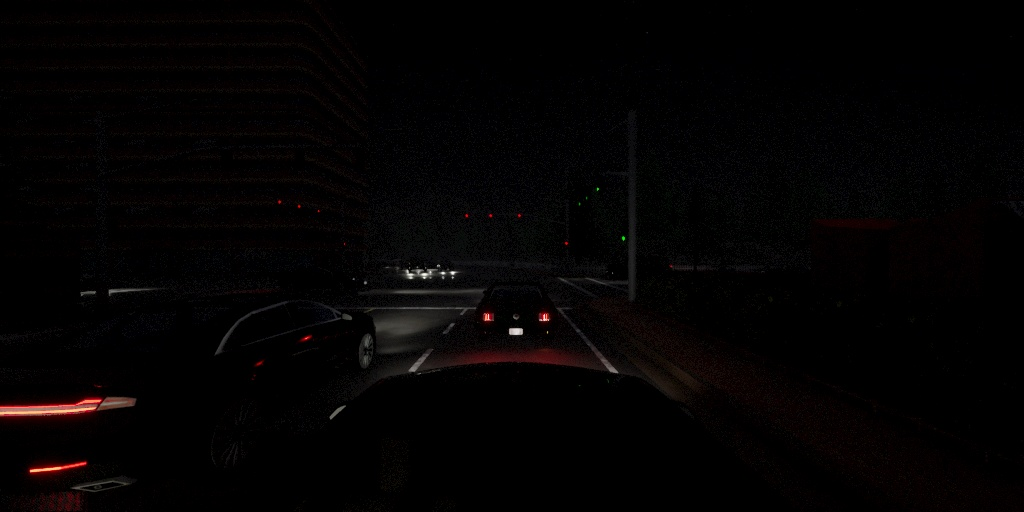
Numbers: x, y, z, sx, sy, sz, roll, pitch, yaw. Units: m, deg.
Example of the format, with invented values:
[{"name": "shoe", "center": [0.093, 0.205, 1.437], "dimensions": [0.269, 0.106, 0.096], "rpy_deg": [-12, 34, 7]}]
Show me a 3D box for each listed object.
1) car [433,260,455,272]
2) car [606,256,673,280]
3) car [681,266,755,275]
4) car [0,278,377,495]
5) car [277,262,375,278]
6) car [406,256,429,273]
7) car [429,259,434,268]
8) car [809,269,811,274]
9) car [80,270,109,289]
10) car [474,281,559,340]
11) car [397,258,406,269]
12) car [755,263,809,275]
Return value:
[{"name": "car", "center": [-8.870, 1.297, 47.747], "dimensions": [2.033, 1.411, 5.357], "rpy_deg": [0, 0, -18]}, {"name": "car", "center": [11.089, 1.027, 31.359], "dimensions": [5.566, 2.045, 2.150], "rpy_deg": [0, 0, 1]}, {"name": "car", "center": [15.646, 1.406, 27.799], "dimensions": [4.718, 1.301, 1.895], "rpy_deg": [0, 0, 1]}, {"name": "car", "center": [-3.426, 1.242, 4.729], "dimensions": [2.128, 1.511, 4.902], "rpy_deg": [0, 0, 0]}, {"name": "car", "center": [-10.971, 1.292, 20.848], "dimensions": [4.902, 1.511, 2.128], "rpy_deg": [0, 0, 1]}, {"name": "car", "center": [-11.794, 0.971, 44.803], "dimensions": [2.150, 2.045, 5.566], "rpy_deg": [0, 0, -15]}, {"name": "car", "center": [-12.891, 1.255, 56.433], "dimensions": [1.837, 1.490, 4.892], "rpy_deg": [0, 0, -32]}, {"name": "car", "center": [26.294, 1.406, 27.698], "dimensions": [4.718, 1.301, 1.895], "rpy_deg": [0, 0, 1]}, {"name": "car", "center": [-26.626, 1.331, 21.013], "dimensions": [4.674, 1.442, 1.812], "rpy_deg": [0, 0, 0]}, {"name": "car", "center": [0.113, 1.351, 9.993], "dimensions": [1.895, 1.301, 4.718], "rpy_deg": [0, 0, 1]}, {"name": "car", "center": [-15.360, 1.276, 53.778], "dimensions": [1.812, 1.442, 4.674], "rpy_deg": [0, 0, -31]}, {"name": "car", "center": [23.356, 1.331, 31.212], "dimensions": [4.674, 1.442, 1.812], "rpy_deg": [0, 0, 0]}]
